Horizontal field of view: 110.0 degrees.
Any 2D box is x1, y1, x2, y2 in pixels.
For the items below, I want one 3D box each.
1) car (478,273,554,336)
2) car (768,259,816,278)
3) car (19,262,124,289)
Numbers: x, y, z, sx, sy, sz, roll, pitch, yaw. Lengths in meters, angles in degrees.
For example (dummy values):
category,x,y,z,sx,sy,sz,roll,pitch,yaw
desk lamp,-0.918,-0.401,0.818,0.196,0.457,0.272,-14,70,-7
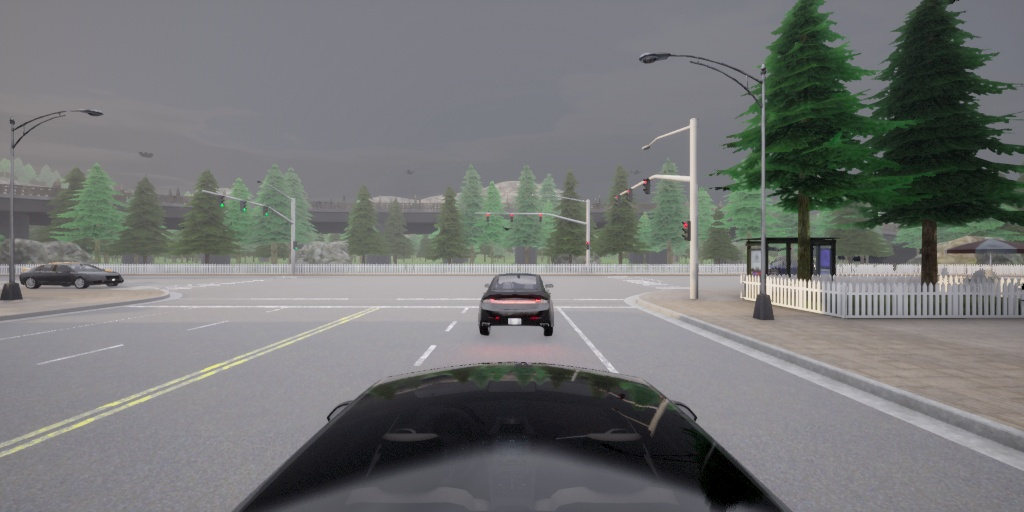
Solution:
category,x,y,z,sx,sy,sz,roll,pitch,yaw
car,0.181,1.242,10.394,2.128,1.511,4.902,0,0,3
car,24.411,1.047,32.297,4.553,1.767,2.097,0,0,1
car,-26.753,1.199,21.863,4.892,1.490,1.837,0,0,0
